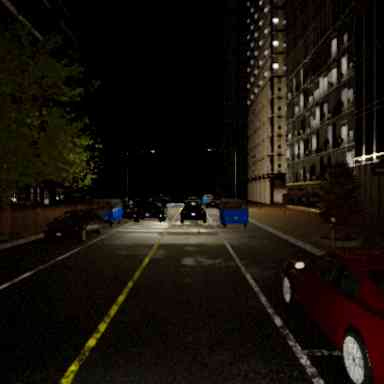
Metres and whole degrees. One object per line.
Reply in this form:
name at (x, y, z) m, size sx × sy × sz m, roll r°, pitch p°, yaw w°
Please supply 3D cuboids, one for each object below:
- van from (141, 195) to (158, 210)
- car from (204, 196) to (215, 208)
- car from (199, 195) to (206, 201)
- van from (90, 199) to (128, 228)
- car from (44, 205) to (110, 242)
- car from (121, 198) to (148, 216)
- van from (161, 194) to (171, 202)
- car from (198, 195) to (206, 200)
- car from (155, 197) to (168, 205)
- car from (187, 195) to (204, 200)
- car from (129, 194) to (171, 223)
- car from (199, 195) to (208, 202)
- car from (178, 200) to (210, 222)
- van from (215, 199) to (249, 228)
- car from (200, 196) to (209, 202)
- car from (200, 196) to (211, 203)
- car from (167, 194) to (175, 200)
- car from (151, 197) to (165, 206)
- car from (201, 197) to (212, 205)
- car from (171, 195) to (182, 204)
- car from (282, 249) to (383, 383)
van at (-5.686, 1.357, 44.794) m, size 1.690 × 1.788 × 3.998 m, roll 0°, pitch 0°, yaw 0°
car at (2.694, 1.581, 44.794) m, size 1.947 × 1.339 × 4.313 m, roll 0°, pitch 0°, yaw 0°
car at (2.698, 1.501, 84.646) m, size 1.752 × 1.417 × 4.829 m, roll 0°, pitch 0°, yaw 0°
van at (-5.688, 1.356, 22.120) m, size 1.690 × 1.788 × 3.998 m, roll 0°, pitch 0°, yaw 0°
car at (-5.689, 1.557, 16.450) m, size 1.887 × 1.381 × 4.507 m, roll 0°, pitch 0°, yaw 0°
car at (-5.687, 1.458, 33.456) m, size 1.967 × 1.590 × 4.097 m, roll 0°, pitch 0°, yaw 0°
van at (-5.683, 1.334, 73.137) m, size 1.690 × 1.788 × 3.998 m, roll 0°, pitch 0°, yaw 0°
car at (2.698, 1.517, 90.143) m, size 2.008 × 1.369 × 4.403 m, roll 0°, pitch 0°, yaw 0°
car at (-5.685, 1.555, 61.799) m, size 2.008 × 1.369 × 4.403 m, roll 0°, pitch 0°, yaw 0°
car at (0.102, 1.369, 42.207) m, size 2.097 × 1.767 × 4.553 m, roll 0°, pitch 0°, yaw 0°
car at (-3.099, 1.241, 25.855) m, size 2.150 × 2.045 × 5.566 m, roll 0°, pitch 0°, yaw 0°
car at (2.697, 1.535, 78.805) m, size 2.008 × 1.369 × 4.403 m, roll 0°, pitch 0°, yaw 0°
car at (0.102, 1.580, 26.236) m, size 1.994 × 1.385 × 4.181 m, roll 0°, pitch 0°, yaw 0°
van at (2.692, 1.355, 22.119) m, size 1.690 × 1.788 × 3.998 m, roll 0°, pitch 0°, yaw 0°
car at (2.697, 1.517, 73.307) m, size 1.752 × 1.417 × 4.829 m, roll 0°, pitch 0°, yaw 0°
car at (2.696, 1.564, 67.468) m, size 1.947 × 1.339 × 4.313 m, roll 0°, pitch 0°, yaw 0°
car at (-5.682, 1.407, 90.142) m, size 1.967 × 1.590 × 4.097 m, roll 0°, pitch 0°, yaw 0°
car at (-5.685, 1.535, 55.962) m, size 1.752 × 1.417 × 4.829 m, roll 0°, pitch 0°, yaw 0°
car at (2.696, 1.569, 61.800) m, size 1.947 × 1.339 × 4.313 m, roll 0°, pitch 0°, yaw 0°
car at (-3.003, 1.598, 66.245) m, size 1.895 × 1.301 × 4.718 m, roll 0°, pitch 0°, yaw 0°
car at (2.691, 1.548, 5.114) m, size 1.887 × 1.381 × 4.507 m, roll 0°, pitch 0°, yaw 0°
